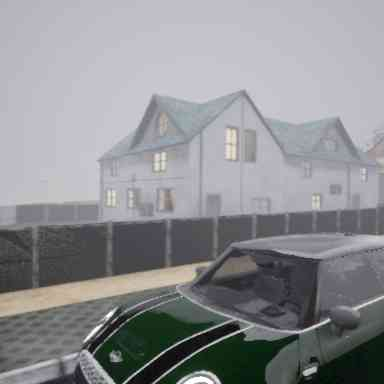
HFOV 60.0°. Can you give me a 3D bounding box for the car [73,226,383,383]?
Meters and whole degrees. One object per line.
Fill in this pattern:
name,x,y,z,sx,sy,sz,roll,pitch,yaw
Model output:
car,1.062,1.356,3.829,4.553,1.767,2.097,0,0,-35
